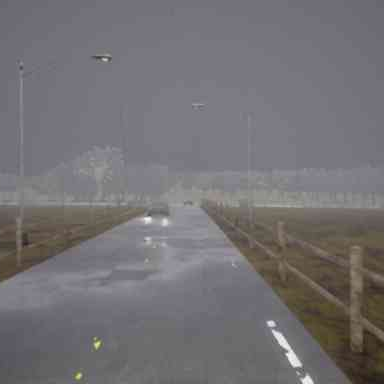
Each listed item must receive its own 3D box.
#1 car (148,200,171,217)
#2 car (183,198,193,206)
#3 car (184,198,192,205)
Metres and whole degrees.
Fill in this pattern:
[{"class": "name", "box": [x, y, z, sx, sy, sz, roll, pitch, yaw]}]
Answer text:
[{"class": "car", "box": [-3.105, 1.524, 32.130, 1.837, 1.490, 4.892, 0, -1, -1]}, {"class": "car", "box": [-0.748, 2.029, 67.054, 1.812, 1.442, 4.674, 0, -1, -1]}, {"class": "car", "box": [-0.865, 2.239, 77.372, 1.882, 1.535, 5.008, 0, -2, -1]}]
